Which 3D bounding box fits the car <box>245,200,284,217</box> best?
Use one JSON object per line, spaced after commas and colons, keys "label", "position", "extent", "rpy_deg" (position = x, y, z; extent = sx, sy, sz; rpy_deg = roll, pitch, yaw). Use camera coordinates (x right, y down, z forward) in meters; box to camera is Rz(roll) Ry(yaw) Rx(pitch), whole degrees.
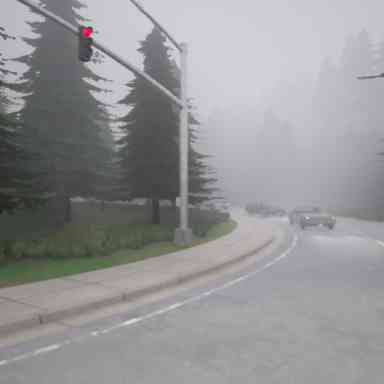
{"label": "car", "position": [6.729, 1.487, 30.847], "extent": [2.033, 1.411, 5.357], "rpy_deg": [0, 0, -15]}

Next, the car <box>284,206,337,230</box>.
{"label": "car", "position": [7.485, 1.560, 21.124], "extent": [1.895, 1.301, 4.718], "rpy_deg": [0, 0, 4]}

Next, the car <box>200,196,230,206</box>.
{"label": "car", "position": [2.394, 1.138, 40.661], "extent": [2.150, 2.045, 5.566], "rpy_deg": [0, 0, -30]}
